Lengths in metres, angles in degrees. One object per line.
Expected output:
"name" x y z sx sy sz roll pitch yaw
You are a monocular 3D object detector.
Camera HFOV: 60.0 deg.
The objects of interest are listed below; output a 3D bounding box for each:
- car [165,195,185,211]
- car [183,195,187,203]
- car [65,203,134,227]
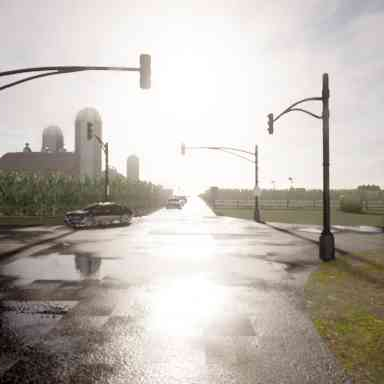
"car" -2.282 1.547 42.365 1.837 1.490 4.892 0 0 1
"car" -2.160 1.589 55.422 1.812 1.442 4.674 0 0 0
"car" -6.355 1.534 23.164 1.837 1.490 4.892 1 1 43
